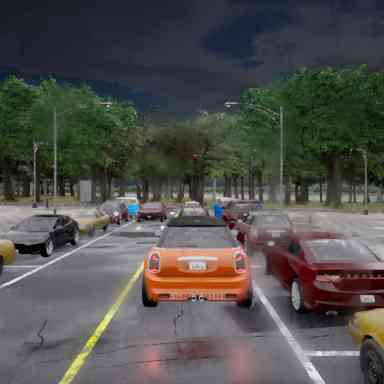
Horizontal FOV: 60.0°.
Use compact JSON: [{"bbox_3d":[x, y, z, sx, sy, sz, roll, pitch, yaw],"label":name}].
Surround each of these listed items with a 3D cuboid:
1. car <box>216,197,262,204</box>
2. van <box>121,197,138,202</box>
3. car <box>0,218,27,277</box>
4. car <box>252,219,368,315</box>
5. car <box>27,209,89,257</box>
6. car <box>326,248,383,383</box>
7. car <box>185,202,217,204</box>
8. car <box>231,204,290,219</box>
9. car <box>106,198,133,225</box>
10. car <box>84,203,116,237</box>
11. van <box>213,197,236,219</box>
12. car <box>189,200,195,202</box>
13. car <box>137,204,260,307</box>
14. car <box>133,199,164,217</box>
[{"bbox_3d":[2.772,1.317,18.340,2.192,1.841,5.009,0,0,0],"label":"car"},{"bbox_3d":[-5.746,1.345,29.220,1.690,1.788,3.998,0,0,0],"label":"van"},{"bbox_3d":[-5.760,1.525,7.300,1.752,1.417,4.829,0,0,0],"label":"car"},{"bbox_3d":[2.765,1.545,7.464,1.887,1.381,4.507,0,0,0],"label":"car"},{"bbox_3d":[-5.756,1.567,12.907,1.947,1.339,4.313,0,0,0],"label":"car"},{"bbox_3d":[2.762,1.525,2.196,1.752,1.417,4.829,0,0,0],"label":"car"},{"bbox_3d":[0.109,1.493,17.350,2.128,1.511,4.902,0,0,0],"label":"car"},{"bbox_3d":[2.769,1.441,12.902,1.967,1.590,4.097,0,0,0],"label":"car"},{"bbox_3d":[-5.749,1.443,23.783,1.967,1.590,4.097,0,0,0],"label":"car"},{"bbox_3d":[-5.753,1.527,18.175,1.752,1.417,4.829,0,0,0],"label":"car"},{"bbox_3d":[2.780,1.345,29.215,1.690,1.788,3.998,0,0,0],"label":"van"},{"bbox_3d":[0.015,1.460,27.295,1.801,1.575,5.366,0,0,1],"label":"car"},{"bbox_3d":[0.104,1.352,8.136,2.097,1.767,4.553,0,0,0],"label":"car"},{"bbox_3d":[-2.991,1.482,25.847,1.882,1.535,5.008,0,0,0],"label":"car"}]
